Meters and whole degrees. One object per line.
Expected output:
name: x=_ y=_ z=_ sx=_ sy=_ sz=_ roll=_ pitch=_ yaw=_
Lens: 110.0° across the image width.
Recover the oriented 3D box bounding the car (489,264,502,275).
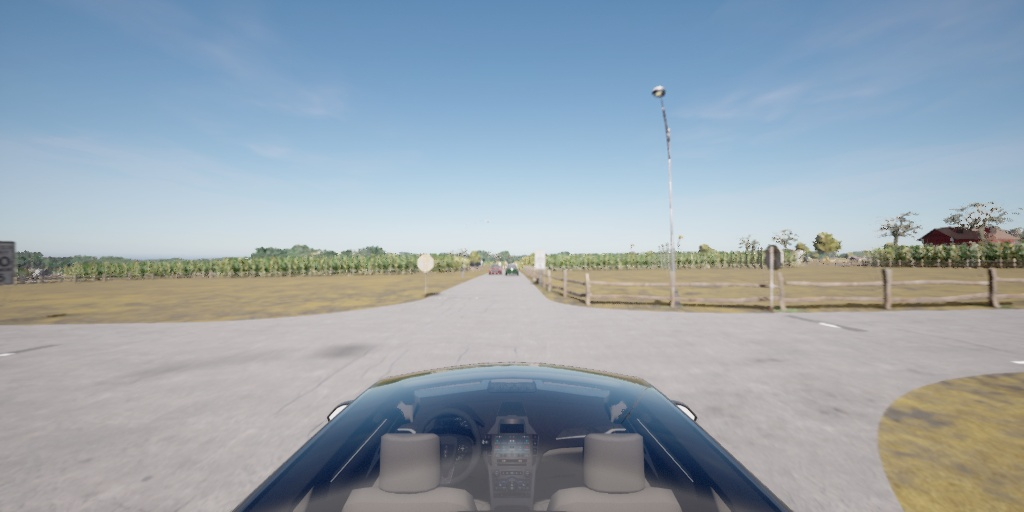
car: x=-2.749 y=2.197 z=59.762 sx=2.097 sy=1.767 sz=4.553 roll=0 pitch=-1 yaw=0

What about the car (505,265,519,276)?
car: x=0.001 y=2.097 z=55.113 sx=2.097 sy=1.767 sz=4.553 roll=0 pitch=-1 yaw=0
